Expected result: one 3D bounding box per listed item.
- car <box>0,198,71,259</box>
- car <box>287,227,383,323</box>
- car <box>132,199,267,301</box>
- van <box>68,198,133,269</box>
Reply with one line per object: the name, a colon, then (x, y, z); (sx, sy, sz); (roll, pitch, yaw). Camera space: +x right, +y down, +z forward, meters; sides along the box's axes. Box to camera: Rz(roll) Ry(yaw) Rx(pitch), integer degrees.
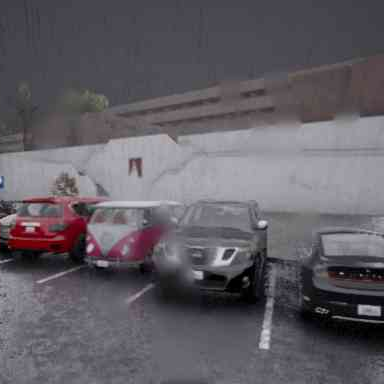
car: (-4.052, 1.234, 12.412); (2.435, 2.045, 5.566); (0, -1, 15)
car: (3.225, 1.490, 7.176); (2.231, 1.521, 4.892); (0, -1, 15)
car: (0.799, 1.236, 8.888); (2.435, 2.045, 5.566); (1, -1, 16)
van: (-1.653, 1.260, 10.535); (1.878, 1.987, 4.442); (1, -1, 16)
